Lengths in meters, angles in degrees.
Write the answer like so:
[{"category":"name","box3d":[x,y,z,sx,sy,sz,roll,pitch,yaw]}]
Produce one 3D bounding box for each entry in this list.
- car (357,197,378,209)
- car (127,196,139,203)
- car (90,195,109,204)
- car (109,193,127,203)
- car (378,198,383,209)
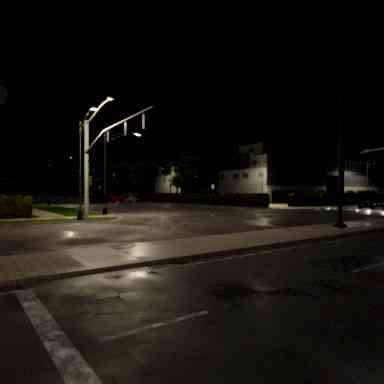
[{"category":"car","box3d":[23.812,1.479,43.891,4.892,1.490,1.837,0,0,-34]},{"category":"car","box3d":[-12.676,1.508,69.100,1.812,1.442,4.674,0,0,-34]},{"category":"car","box3d":[-18.568,1.551,65.336,1.994,1.385,4.181,0,0,-34]},{"category":"car","box3d":[-15.804,1.207,67.483,2.150,2.045,5.566,0,0,-34]},{"category":"car","box3d":[25.330,1.327,40.704,4.553,1.767,2.097,0,0,-34]}]
